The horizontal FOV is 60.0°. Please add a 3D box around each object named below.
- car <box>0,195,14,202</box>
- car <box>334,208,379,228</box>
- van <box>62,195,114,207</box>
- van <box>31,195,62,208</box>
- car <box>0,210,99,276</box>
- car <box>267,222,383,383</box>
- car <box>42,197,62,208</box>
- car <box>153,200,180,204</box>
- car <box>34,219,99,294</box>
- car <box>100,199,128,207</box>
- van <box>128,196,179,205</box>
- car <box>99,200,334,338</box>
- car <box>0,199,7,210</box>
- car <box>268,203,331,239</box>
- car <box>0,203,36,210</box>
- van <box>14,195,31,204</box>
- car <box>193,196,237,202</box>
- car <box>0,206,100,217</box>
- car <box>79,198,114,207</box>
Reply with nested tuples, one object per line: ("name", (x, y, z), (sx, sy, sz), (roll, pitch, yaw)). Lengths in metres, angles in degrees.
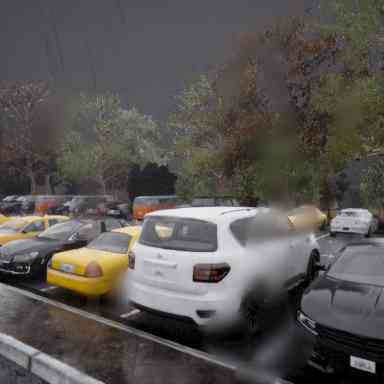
("car", (-18.199, 1.333, 37.280), (2.435, 2.045, 5.566), (0, 0, 36))
("car", (8.731, 1.604, 17.808), (2.002, 1.452, 4.674), (0, 0, 36))
("van", (-9.259, 1.302, 30.707), (1.878, 1.987, 4.442), (0, 0, 36))
("van", (-13.627, 1.329, 34.148), (1.878, 1.987, 4.442), (0, 0, 36))
("car", (-3.443, 1.554, 10.486), (2.231, 1.521, 4.892), (0, 0, 36))
("car", (3.302, 1.580, 5.600), (2.097, 1.535, 5.008), (0, 0, 36))
("car", (-11.448, 1.539, 32.432), (2.097, 1.535, 5.008), (0, 0, 36))
("car", (-0.257, 1.557, 24.286), (2.163, 1.488, 4.792), (0, 0, 36))
("car", (-1.089, 1.559, 9.003), (1.946, 1.575, 5.366), (0, 0, 36))
("car", (-4.812, 1.546, 27.655), (2.163, 1.488, 4.792), (0, 0, 36))
("van", (-2.516, 1.294, 26.101), (1.878, 1.987, 4.442), (0, 0, 36))
("car", (1.068, 1.320, 7.247), (2.435, 2.045, 5.566), (0, 0, 36))
("car", (-27.256, 1.684, 43.877), (2.002, 1.452, 4.674), (0, 0, 36))
("car", (6.380, 1.552, 19.285), (1.946, 1.575, 5.366), (0, 0, 36))
("car", (-10.398, 1.524, 15.287), (1.946, 1.575, 5.366), (0, 0, 36))
("van", (-16.008, 1.343, 35.584), (1.878, 1.987, 4.442), (0, 0, 36))
("car", (2.020, 1.285, 22.707), (2.435, 2.045, 5.566), (0, 0, 36))
("car", (-5.804, 1.540, 11.959), (1.946, 1.575, 5.366), (0, 0, 36))
("car", (-6.949, 1.548, 29.203), (2.163, 1.488, 4.792), (0, 0, 36))
